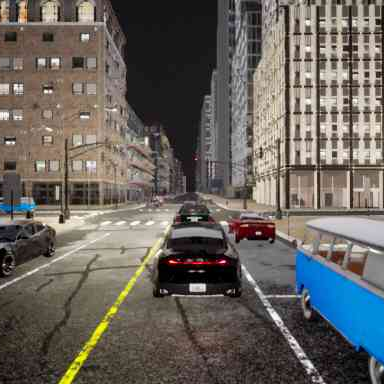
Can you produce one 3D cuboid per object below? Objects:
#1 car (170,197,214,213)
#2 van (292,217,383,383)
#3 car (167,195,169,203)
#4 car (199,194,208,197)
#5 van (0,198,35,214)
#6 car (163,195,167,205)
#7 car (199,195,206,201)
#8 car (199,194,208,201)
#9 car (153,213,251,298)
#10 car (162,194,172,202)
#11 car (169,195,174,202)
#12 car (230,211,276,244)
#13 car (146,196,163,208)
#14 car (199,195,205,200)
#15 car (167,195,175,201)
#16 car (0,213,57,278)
[{"bbox_3d":[0.086,1.352,17.608,2.097,1.767,4.553,0,0,-1],"label":"car"},{"bbox_3d":[2.705,1.342,4.632,1.690,1.788,3.998,1,0,0],"label":"van"},{"bbox_3d":[-5.629,1.559,59.541,1.802,1.307,4.206,1,0,0],"label":"car"},{"bbox_3d":[2.752,1.528,59.532,2.008,1.369,4.403,1,0,0],"label":"car"},{"bbox_3d":[-19.704,1.524,37.120,3.998,1.788,1.690,0,0,1],"label":"van"},{"bbox_3d":[-5.632,1.424,53.890,1.967,1.590,4.097,1,0,0],"label":"car"},{"bbox_3d":[2.777,1.471,87.960,1.752,1.417,4.829,1,0,0],"label":"car"},{"bbox_3d":[2.773,1.393,82.139,1.967,1.590,4.097,1,0,0],"label":"car"},{"bbox_3d":[0.108,1.505,8.515,1.837,1.490,4.892,0,0,0],"label":"car"},{"bbox_3d":[-5.612,1.399,76.495,1.967,1.590,4.097,1,0,0],"label":"car"},{"bbox_3d":[-5.619,1.516,70.843,2.008,1.369,4.403,1,0,0],"label":"car"},{"bbox_3d":[2.713,1.545,15.786,1.887,1.381,4.507,1,0,0],"label":"car"},{"bbox_3d":[-5.639,1.571,48.237,1.802,1.307,4.206,1,0,0],"label":"car"},{"bbox_3d":[2.781,1.520,93.441,1.802,1.307,4.206,1,0,0],"label":"car"},{"bbox_3d":[-5.604,1.471,87.629,1.752,1.417,4.829,1,0,0],"label":"car"},{"bbox_3d":[-5.673,1.566,10.222,1.947,1.339,4.313,1,0,0],"label":"car"}]
